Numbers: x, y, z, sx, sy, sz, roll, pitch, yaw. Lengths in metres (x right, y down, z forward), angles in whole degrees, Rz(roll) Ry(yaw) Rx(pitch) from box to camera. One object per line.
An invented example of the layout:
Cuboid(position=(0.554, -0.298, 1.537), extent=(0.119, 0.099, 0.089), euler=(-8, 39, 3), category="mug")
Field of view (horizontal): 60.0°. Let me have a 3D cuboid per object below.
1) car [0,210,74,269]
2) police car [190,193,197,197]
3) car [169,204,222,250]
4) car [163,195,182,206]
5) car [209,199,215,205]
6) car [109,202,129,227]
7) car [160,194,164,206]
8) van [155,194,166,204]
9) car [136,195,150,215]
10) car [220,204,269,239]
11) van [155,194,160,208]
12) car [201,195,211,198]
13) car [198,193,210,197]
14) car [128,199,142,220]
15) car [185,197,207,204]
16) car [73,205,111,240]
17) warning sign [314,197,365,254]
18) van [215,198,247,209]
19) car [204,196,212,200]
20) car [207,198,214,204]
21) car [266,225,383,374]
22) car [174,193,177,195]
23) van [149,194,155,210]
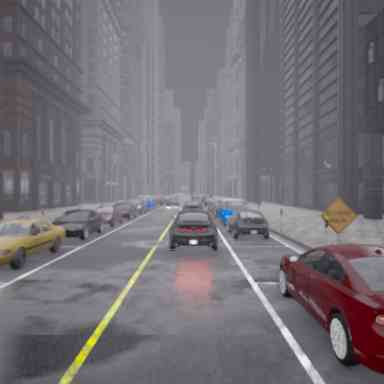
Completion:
Cuboid(position=(-5.767, 1.522, 11.113), extent=(1.752, 1.417, 4.829), euler=(0, 0, 0), category="car")
Cuboid(position=(0.871, 1.483, 91.636), extent=(1.930, 1.638, 5.238), euler=(0, 0, 0), category="police car")
Cuboid(position=(0.068, 1.502, 14.153), extent=(1.837, 1.490, 4.892), euler=(0, 0, 0), category="car")
Cuboid(position=(-3.089, 1.575, 52.844), extent=(1.994, 1.385, 4.181), euler=(0, 0, 0), category="car")
Cuboid(position=(2.752, 1.549, 28.212), extent=(2.008, 1.369, 4.403), euler=(0, 0, 0), category="car")
Cuboid(position=(-5.771, 1.578, 22.557), extent=(1.802, 1.307, 4.206), euler=(0, 0, 0), category="car")
Cuboid(position=(-5.783, 1.329, 56.376), extent=(2.192, 1.841, 5.009), euler=(0, 0, 0), category="car")
Cuboid(position=(-5.784, 1.361, 62.012), extent=(1.690, 1.788, 3.998), euler=(0, 0, 0), category="van")
Cuboid(position=(-5.775, 1.440, 33.830), extent=(1.967, 1.590, 4.097), euler=(0, 0, 0), category="car")
Cuboid(position=(2.756, 1.547, 16.940), extent=(2.008, 1.369, 4.403), euler=(0, 0, 0), category="car")
Cuboid(position=(-5.779, 1.347, 45.103), extent=(1.690, 1.788, 3.998), euler=(0, 0, 0), category="van")
Cuboid(position=(2.745, 1.555, 50.757), extent=(1.887, 1.381, 4.507), euler=(0, 0, 0), category="car")
Cuboid(position=(2.740, 1.335, 62.029), extent=(2.192, 1.841, 5.009), euler=(0, 0, 0), category="car")
Cuboid(position=(-5.773, 1.564, 28.193), extent=(1.947, 1.339, 4.313), euler=(0, 0, 0), category="car")
Cuboid(position=(0.063, 1.505, 29.273), extent=(1.837, 1.490, 4.892), euler=(0, 0, 0), category="car")
Cuboid(position=(-5.769, 1.562, 16.920), extent=(1.947, 1.339, 4.313), euler=(0, 0, 0), category="car")
Cuboid(position=(5.065, 1.112, 11.523), extent=(1.300, 1.860, 1.060), euler=(0, 0, 0), category="warning sign")
Cuboid(position=(2.754, 1.338, 22.576), extent=(1.690, 1.788, 3.998), euler=(0, 0, 0), category="van")
Cuboid(position=(2.748, 1.554, 39.485), extent=(2.008, 1.369, 4.403), euler=(0, 0, 0), category="car")
Cuboid(position=(2.750, 1.582, 33.849), extent=(1.802, 1.307, 4.206), euler=(0, 0, 0), category="car")
Cuboid(position=(2.760, 1.543, 5.667), extent=(1.887, 1.381, 4.507), euler=(0, 0, 0), category="car")
Cuboid(position=(-5.793, 1.621, 90.195), extent=(1.947, 1.339, 4.313), euler=(0, 0, 0), category="car")
Cuboid(position=(-5.777, 1.344, 39.467), extent=(1.690, 1.788, 3.998), euler=(0, 0, 0), category="van")
